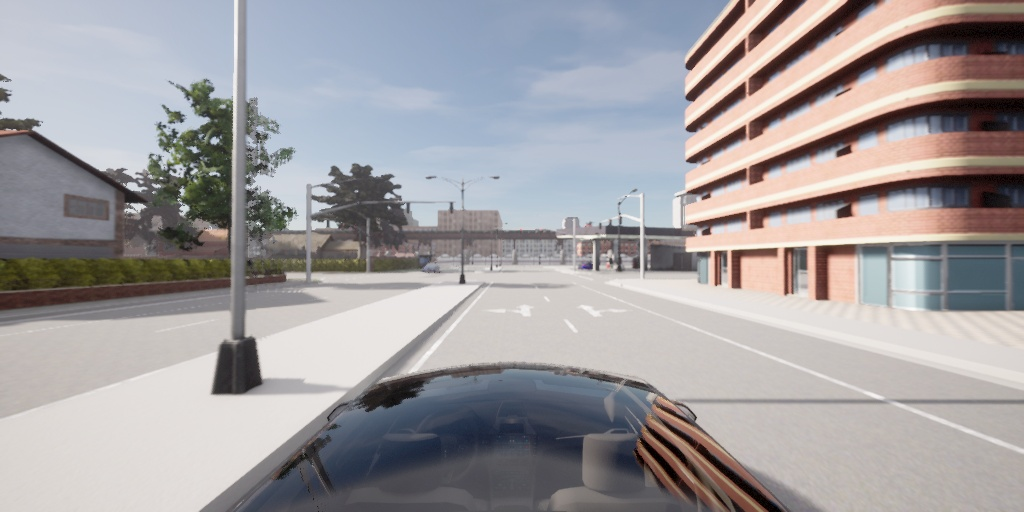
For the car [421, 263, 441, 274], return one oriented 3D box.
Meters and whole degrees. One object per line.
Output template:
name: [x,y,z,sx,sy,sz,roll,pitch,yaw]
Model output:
car: [-11.479,1.771,51.266,1.812,1.442,4.674,0,0,0]
